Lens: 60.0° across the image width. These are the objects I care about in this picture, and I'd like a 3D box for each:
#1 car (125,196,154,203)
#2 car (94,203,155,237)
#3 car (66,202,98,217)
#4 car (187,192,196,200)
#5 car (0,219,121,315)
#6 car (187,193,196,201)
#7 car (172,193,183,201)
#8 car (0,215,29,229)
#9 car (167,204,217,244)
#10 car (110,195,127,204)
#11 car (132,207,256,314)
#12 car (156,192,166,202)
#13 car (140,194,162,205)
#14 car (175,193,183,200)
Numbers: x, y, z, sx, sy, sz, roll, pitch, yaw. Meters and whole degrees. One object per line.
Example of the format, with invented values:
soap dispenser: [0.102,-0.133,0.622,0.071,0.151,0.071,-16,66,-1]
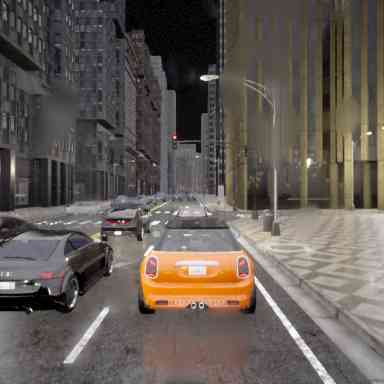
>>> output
car: [-5.710,1.503,35.427,2.033,1.411,5.357,0,0,-14]
car: [-3.165,1.494,16.563,1.837,1.490,4.892,0,0,0]
car: [-9.883,1.568,30.608,1.895,1.301,4.718,0,0,0]
car: [-0.088,0.982,84.287,2.097,1.767,4.553,0,0,0]
car: [-3.164,1.562,7.667,1.994,1.385,4.181,0,0,0]
car: [-0.077,1.345,74.313,1.812,1.442,4.674,0,0,0]
car: [-3.327,1.176,74.279,2.097,1.767,4.553,0,0,0]
car: [-6.611,1.521,10.753,1.812,1.442,4.674,0,0,0]
car: [0.015,1.480,16.770,2.128,1.511,4.902,0,0,1]
car: [-9.895,1.279,46.143,2.097,1.767,4.553,0,0,0]
car: [0.096,1.350,7.764,2.097,1.767,4.553,0,0,0]
car: [-6.573,1.068,69.190,2.150,2.045,5.566,0,0,0]
car: [-6.649,1.447,54.118,2.033,1.411,5.357,0,0,0]
car: [-3.338,1.126,84.315,1.837,1.490,4.892,0,0,0]
